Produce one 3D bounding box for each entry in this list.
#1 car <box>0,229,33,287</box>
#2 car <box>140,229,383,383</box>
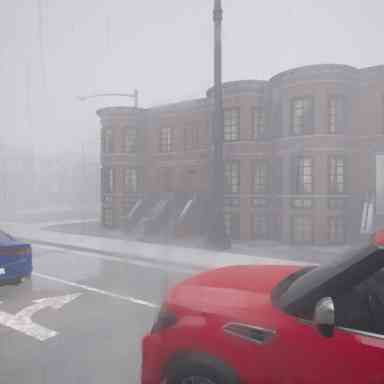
[{"bbox_3d":[-5.955,1.478,8.240,5.008,1.535,1.882,0,0,36],"label":"car"},{"bbox_3d":[2.138,1.221,2.464,5.566,2.045,2.150,0,0,36],"label":"car"}]
